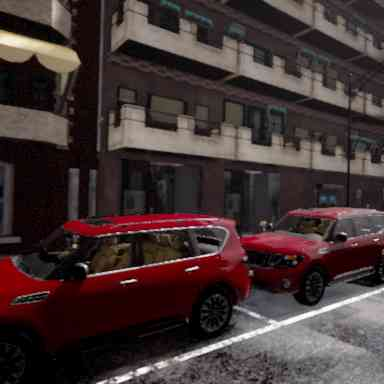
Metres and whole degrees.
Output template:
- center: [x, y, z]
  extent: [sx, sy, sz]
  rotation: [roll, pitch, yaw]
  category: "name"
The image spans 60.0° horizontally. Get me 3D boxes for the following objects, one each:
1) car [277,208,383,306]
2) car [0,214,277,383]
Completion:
- center: [3.231, 1.362, 8.361]
  extent: [5.009, 1.841, 2.192]
  rotation: [0, 1, -35]
  category: "car"
- center: [-1.276, 1.327, 5.157]
  extent: [5.009, 1.841, 2.192]
  rotation: [0, 1, -35]
  category: "car"
